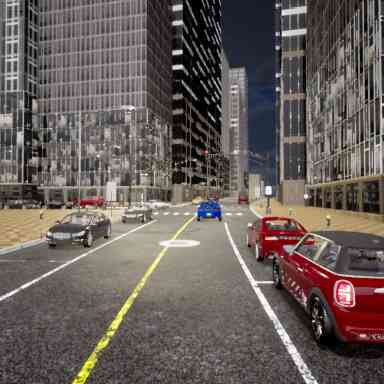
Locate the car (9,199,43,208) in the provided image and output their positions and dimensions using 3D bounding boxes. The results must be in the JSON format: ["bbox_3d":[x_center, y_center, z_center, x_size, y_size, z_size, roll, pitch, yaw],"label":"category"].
[{"bbox_3d":[-26.037,1.833,52.177,4.403,1.369,2.008,0,-1,13],"label":"car"}]

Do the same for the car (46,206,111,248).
[{"bbox_3d":[-4.881,1.561,14.875,2.008,1.369,4.403,1,0,3],"label":"car"}]

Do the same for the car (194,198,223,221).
[{"bbox_3d":[1.478,1.494,27.135,1.882,1.535,5.008,0,0,5],"label":"car"}]

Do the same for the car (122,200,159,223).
[{"bbox_3d":[-4.130,1.574,25.665,2.008,1.369,4.403,1,0,5],"label":"car"}]

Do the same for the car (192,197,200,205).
[{"bbox_3d":[1.158,1.641,62.528,1.752,1.417,4.829,1,0,12],"label":"car"}]

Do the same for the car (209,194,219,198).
[{"bbox_3d":[5.152,1.491,78.767,2.192,1.841,5.009,1,0,14],"label":"car"}]

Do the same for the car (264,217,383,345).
[{"bbox_3d":[2.814,1.441,6.327,1.967,1.590,4.097,1,0,2],"label":"car"}]

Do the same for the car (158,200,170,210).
[{"bbox_3d":[-5.338,1.700,44.005,4.718,1.301,1.895,-1,-1,30],"label":"car"}]

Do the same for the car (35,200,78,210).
[{"bbox_3d":[-16.961,1.637,41.927,4.313,1.339,1.947,0,-1,13],"label":"car"}]

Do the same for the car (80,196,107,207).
[{"bbox_3d":[-15.150,1.535,49.599,5.009,1.841,2.192,0,-1,13],"label":"car"}]

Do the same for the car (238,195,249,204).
[{"bbox_3d":[10.075,1.411,65.083,2.192,1.841,5.009,1,0,13],"label":"car"}]

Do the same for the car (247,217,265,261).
[{"bbox_3d":[3.006,1.547,11.967,1.887,1.381,4.507,1,0,3],"label":"car"}]

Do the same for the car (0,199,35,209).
[{"bbox_3d":[-22.402,1.653,43.217,4.403,1.369,2.008,0,-1,13],"label":"car"}]
